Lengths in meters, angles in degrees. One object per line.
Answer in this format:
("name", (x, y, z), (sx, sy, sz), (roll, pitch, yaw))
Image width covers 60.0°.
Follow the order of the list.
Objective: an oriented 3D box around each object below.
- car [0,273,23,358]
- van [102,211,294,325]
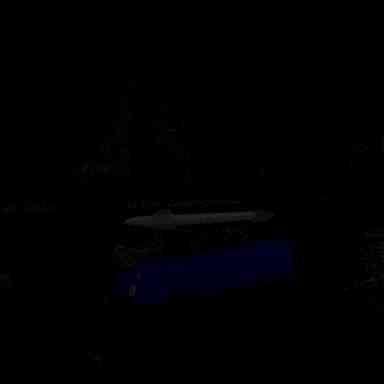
("car", (-4.299, 1.554, 3.469), (4.507, 1.381, 1.887), (0, 0, -36))
("van", (0.305, 1.318, 6.755), (3.998, 1.788, 1.690), (0, 0, -36))
